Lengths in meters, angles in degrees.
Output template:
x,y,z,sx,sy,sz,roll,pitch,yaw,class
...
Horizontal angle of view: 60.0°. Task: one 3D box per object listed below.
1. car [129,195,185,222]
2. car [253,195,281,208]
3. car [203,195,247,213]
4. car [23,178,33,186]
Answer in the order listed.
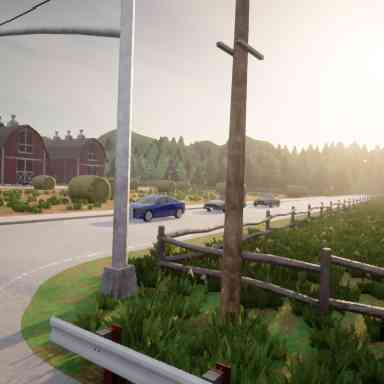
x,y,z,sx,sy,sz,roll,pitch,yaw,class
-2.378,0.943,21.201,1.882,1.535,5.008,3,2,33,car
8.583,0.997,37.814,1.994,1.385,4.181,3,2,33,car
3.064,0.997,29.461,2.033,1.411,5.357,3,2,33,car
-38.905,-2.329,79.375,1.905,1.878,3.866,8,2,-13,car
